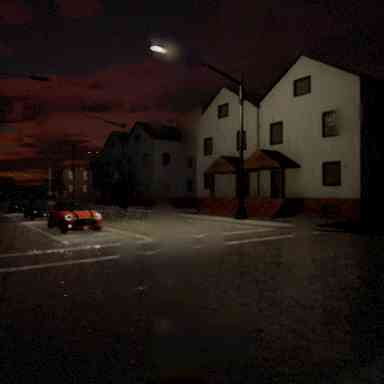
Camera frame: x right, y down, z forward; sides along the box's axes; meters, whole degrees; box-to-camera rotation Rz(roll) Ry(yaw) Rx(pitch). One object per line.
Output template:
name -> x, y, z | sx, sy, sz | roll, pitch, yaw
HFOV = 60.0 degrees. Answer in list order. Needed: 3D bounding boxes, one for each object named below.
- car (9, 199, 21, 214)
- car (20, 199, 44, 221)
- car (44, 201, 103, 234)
car -> -18.570, 1.492, 35.973 | 1.812, 1.442, 4.674 | 0, 0, -35
car -> -12.653, 1.493, 27.580 | 1.812, 1.442, 4.674 | 0, 0, -35
car -> -6.881, 1.320, 19.397 | 2.097, 1.767, 4.553 | 0, 0, -35
